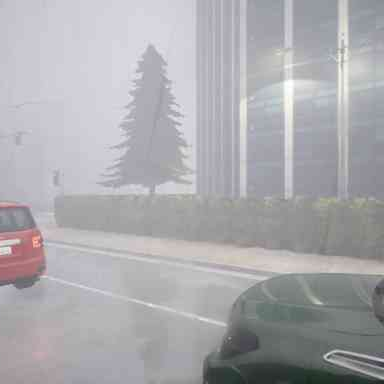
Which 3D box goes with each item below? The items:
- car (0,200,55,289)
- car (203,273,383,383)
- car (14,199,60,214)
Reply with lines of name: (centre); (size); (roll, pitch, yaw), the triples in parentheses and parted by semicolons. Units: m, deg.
car: (-5.722, 1.221, 8.009); (5.566, 2.045, 2.150); (0, 0, 38)
car: (2.749, 1.221, 2.030); (5.566, 2.045, 2.150); (0, 0, 36)
car: (-17.162, 1.564, 37.002); (1.994, 1.385, 4.181); (0, 0, 36)
